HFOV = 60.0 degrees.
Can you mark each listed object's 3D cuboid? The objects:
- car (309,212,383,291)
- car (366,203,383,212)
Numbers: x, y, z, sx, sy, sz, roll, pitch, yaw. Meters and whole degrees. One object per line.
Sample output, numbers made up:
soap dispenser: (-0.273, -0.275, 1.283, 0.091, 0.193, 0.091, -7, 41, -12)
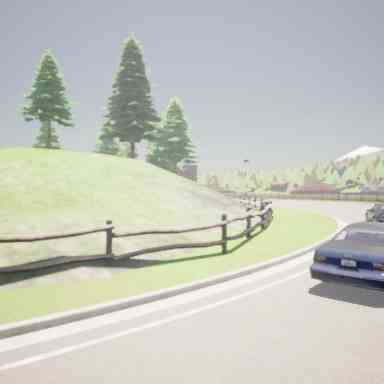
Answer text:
car: (4.908, 1.492, 8.712, 2.033, 1.411, 5.357, 0, 0, 42)
car: (12.215, 1.408, 20.899, 2.033, 1.411, 5.357, 0, 0, 21)
